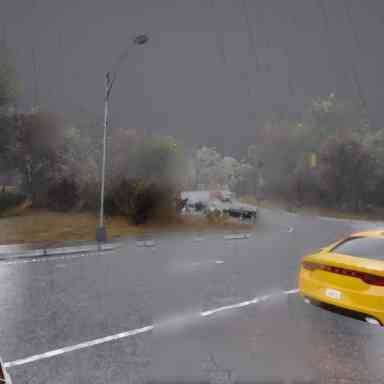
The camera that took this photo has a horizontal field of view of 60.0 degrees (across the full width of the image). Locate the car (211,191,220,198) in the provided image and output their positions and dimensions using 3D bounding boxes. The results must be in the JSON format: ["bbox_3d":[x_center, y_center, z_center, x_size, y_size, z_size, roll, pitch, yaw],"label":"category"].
[{"bbox_3d":[5.695,0.738,78.949,2.150,2.045,5.566,2,2,-1],"label":"car"}]

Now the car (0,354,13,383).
[{"bbox_3d":[-3.262,1.353,1.424,4.553,1.767,2.097,0,0,-35],"label":"car"}]

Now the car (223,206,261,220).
[{"bbox_3d":[5.074,2.146,34.280,1.895,1.301,4.718,3,-1,-22],"label":"car"}]

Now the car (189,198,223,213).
[{"bbox_3d":[1.740,1.924,43.085,2.128,1.511,4.902,2,0,-19],"label":"car"}]

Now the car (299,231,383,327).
[{"bbox_3d":[4.329,1.542,6.841,5.008,1.535,1.882,1,-1,-35],"label":"car"}]

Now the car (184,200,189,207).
[{"bbox_3d":[-1.081,1.725,52.672,1.994,1.385,4.181,2,1,-14],"label":"car"}]

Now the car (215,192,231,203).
[{"bbox_3d":[6.767,1.479,68.500,1.837,1.490,4.892,2,3,-7],"label":"car"}]
